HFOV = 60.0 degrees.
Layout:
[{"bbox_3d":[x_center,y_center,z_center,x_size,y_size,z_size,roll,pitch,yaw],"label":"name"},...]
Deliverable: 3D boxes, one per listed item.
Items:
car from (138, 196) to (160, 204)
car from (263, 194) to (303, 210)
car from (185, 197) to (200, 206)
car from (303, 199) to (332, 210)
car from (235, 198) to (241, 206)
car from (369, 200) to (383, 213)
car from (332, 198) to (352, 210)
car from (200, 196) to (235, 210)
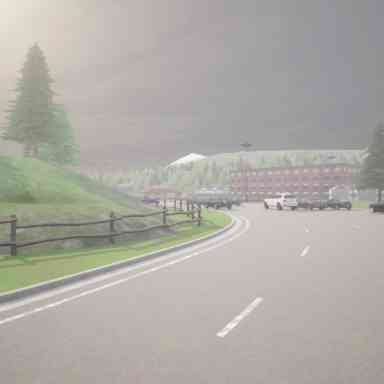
[{"bbox_3d":[-7.825,1.478,60.256,1.882,1.535,5.008,0,0,-42],"label":"car"},{"bbox_3d":[11.181,1.221,42.356,2.150,2.045,5.566,0,0,-16],"label":"car"},{"bbox_3d":[0.599,1.564,55.554,1.994,1.385,4.181,0,0,-38],"label":"car"},{"bbox_3d":[15.032,1.547,42.754,2.033,1.411,5.357,0,0,-17],"label":"car"},{"bbox_3d":[6.020,1.526,53.947,1.812,1.442,4.674,0,0,-34],"label":"car"},{"bbox_3d":[20.013,1.478,33.582,1.882,1.535,5.008,0,0,-4],"label":"car"},{"bbox_3d":[18.511,1.526,42.704,1.812,1.442,4.674,0,0,-13],"label":"car"},{"bbox_3d":[3.345,1.352,43.824,2.097,1.767,4.553,0,0,-23],"label":"car"}]
